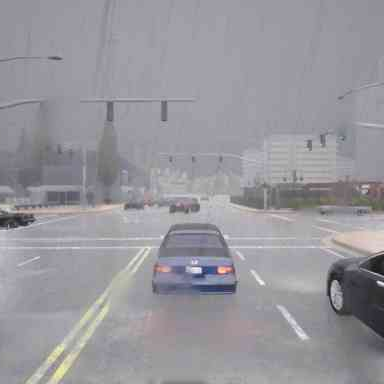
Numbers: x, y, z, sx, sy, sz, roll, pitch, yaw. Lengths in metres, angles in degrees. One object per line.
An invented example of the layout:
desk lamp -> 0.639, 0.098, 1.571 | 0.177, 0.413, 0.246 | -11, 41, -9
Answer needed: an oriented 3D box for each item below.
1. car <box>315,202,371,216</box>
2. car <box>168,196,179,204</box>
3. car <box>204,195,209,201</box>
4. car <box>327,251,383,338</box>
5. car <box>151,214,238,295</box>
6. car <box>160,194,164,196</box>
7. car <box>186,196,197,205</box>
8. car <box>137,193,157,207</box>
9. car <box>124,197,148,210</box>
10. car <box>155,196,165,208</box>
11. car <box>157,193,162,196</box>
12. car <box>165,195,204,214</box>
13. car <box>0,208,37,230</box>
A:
car -> 14.343, 1.601, 31.804 | 4.718, 1.301, 1.895 | 0, 0, 1
car -> -3.748, 1.564, 66.696 | 1.994, 1.385, 4.181 | 0, 0, 0
car -> 3.222, 1.552, 84.560 | 1.994, 1.385, 4.181 | 0, 0, 0
car -> 3.547, 1.505, 4.636 | 1.837, 1.490, 4.892 | 0, 0, 0
car -> 0.053, 1.547, 8.881 | 2.033, 1.411, 5.357 | 0, 0, 0
car -> -3.771, 1.491, 56.828 | 2.128, 1.511, 4.902 | 0, 0, 0
car -> -0.103, 1.477, 62.043 | 1.882, 1.535, 5.008 | 0, 0, 0
car -> -7.260, 1.221, 51.896 | 2.150, 2.045, 5.566 | 0, 0, 0
car -> -7.287, 1.601, 42.252 | 1.895, 1.301, 4.718 | 0, 0, 1
car -> -3.755, 1.601, 47.558 | 1.895, 1.301, 4.718 | 0, 0, 0
car -> -7.265, 1.352, 61.823 | 2.097, 1.767, 4.553 | 0, 0, 0
car -> -0.689, 1.352, 34.593 | 2.097, 1.767, 4.553 | 0, 0, 19
car -> -12.280, 1.601, 20.534 | 4.718, 1.301, 1.895 | 0, 0, -2
